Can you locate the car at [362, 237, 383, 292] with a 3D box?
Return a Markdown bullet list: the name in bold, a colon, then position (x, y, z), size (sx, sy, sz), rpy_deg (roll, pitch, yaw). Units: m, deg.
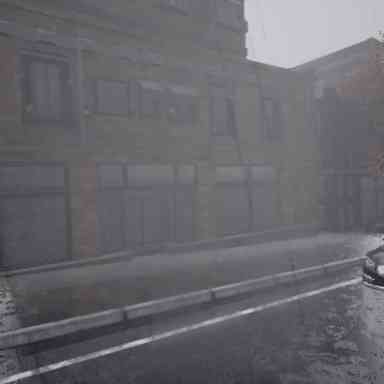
- **car**: position (5.939, 1.485, 7.841), size (4.902, 1.511, 2.128), rpy_deg (0, 0, -35)
